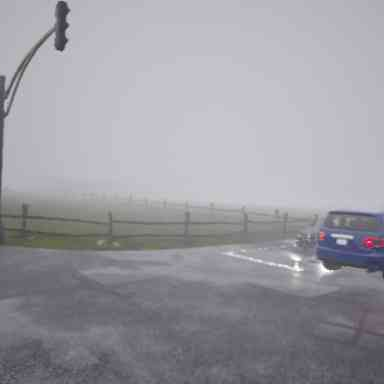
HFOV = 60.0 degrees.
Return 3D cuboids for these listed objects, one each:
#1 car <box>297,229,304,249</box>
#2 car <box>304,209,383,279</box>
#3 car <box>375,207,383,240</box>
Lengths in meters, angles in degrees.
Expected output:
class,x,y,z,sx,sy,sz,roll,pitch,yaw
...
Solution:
class,x,y,z,sx,sy,sz,roll,pitch,yaw
car,6.943,1.984,15.871,4.892,1.490,1.837,3,-1,-40
car,6.406,1.616,11.046,5.566,2.045,2.150,3,-1,-37
car,14.570,2.132,22.176,5.566,2.045,2.150,3,-1,-39
